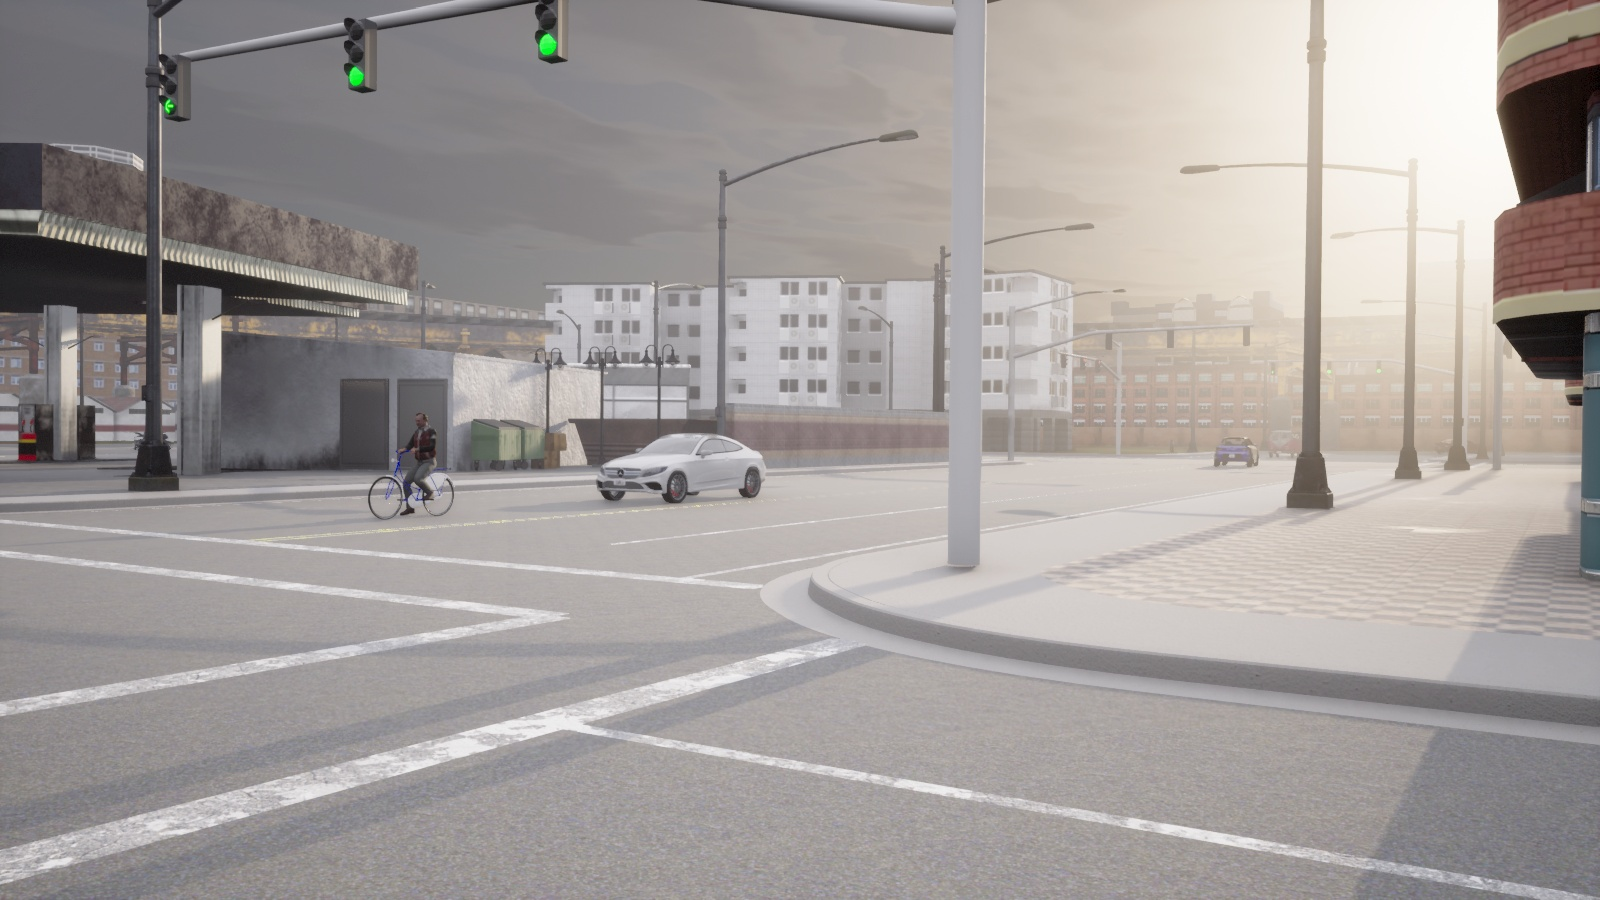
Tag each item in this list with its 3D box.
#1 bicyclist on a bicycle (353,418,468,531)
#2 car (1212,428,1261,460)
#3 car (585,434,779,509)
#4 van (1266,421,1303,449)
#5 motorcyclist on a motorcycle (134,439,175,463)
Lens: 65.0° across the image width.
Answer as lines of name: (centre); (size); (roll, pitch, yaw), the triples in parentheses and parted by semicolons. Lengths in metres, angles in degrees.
bicyclist on a bicycle: (-6.427, 0.376, 20.823); (0.659, 1.776, 1.843); (0, 1, 31)
car: (21.527, -0.320, 61.809); (1.816, 1.474, 4.193); (0, 1, 25)
car: (-2.467, 0.404, 27.510); (1.812, 1.442, 4.674); (0, 1, 31)
van: (35.150, -1.077, 91.048); (1.775, 1.987, 4.442); (0, 1, 31)
motorcyclist on a motorcycle: (-41.153, 0.046, 80.083); (2.191, 1.530, 0.866); (-1, 1, -40)
